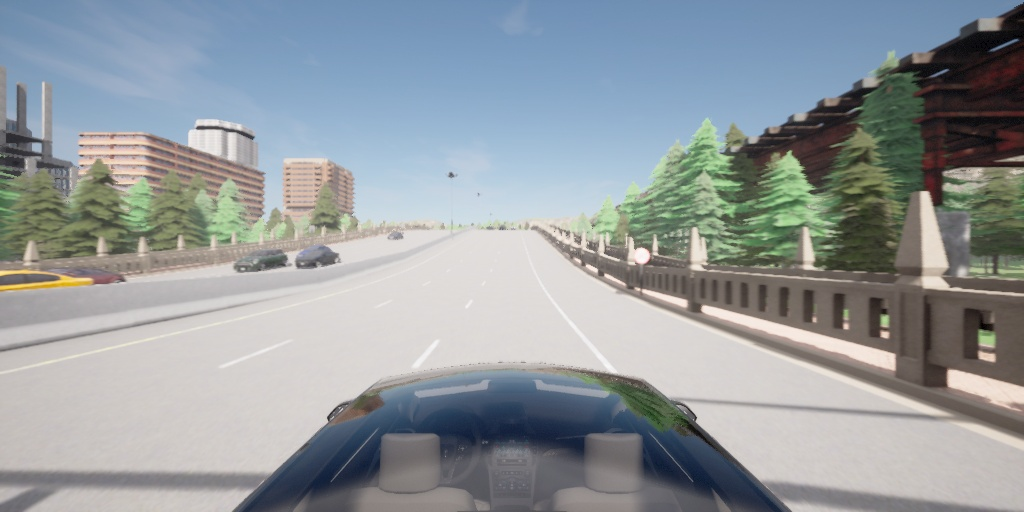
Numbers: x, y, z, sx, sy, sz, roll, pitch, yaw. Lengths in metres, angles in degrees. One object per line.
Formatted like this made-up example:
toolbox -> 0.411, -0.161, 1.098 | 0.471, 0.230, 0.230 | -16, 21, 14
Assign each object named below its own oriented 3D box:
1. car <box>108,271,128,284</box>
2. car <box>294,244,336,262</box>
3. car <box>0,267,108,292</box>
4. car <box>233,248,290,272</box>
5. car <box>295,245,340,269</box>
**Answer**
car -> -20.989, 1.234, 16.887 | 1.994, 1.385, 4.181 | 0, 2, 0
car -> -20.899, -0.415, 38.265 | 1.812, 1.442, 4.674 | 0, 7, 0
car -> -17.588, 1.240, 12.161 | 1.882, 1.535, 5.008 | 0, 0, 0
car -> -21.000, 0.245, 30.178 | 2.097, 1.767, 4.553 | 0, 5, 1
car -> -17.483, 0.163, 32.414 | 1.882, 1.535, 5.008 | 0, 5, 1
